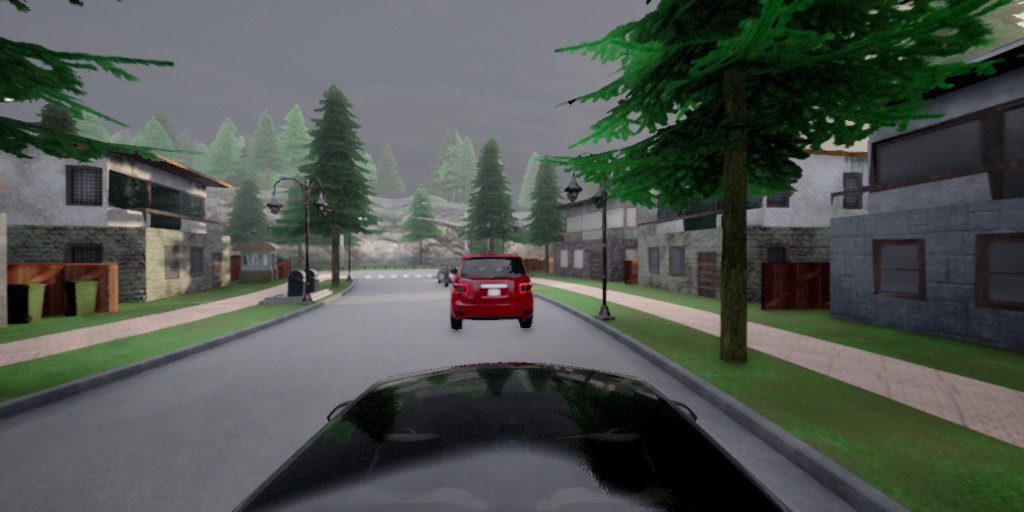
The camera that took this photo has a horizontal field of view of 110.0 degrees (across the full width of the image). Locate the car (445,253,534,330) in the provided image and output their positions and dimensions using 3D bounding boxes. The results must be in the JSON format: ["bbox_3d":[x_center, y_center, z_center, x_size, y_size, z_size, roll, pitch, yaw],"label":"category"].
[{"bbox_3d":[-0.737,0.932,11.143,2.150,2.045,5.566,0,0,-7],"label":"car"}]

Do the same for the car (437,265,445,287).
[{"bbox_3d":[-3.762,1.203,23.661,2.033,1.411,5.357,0,0,-19],"label":"car"}]
